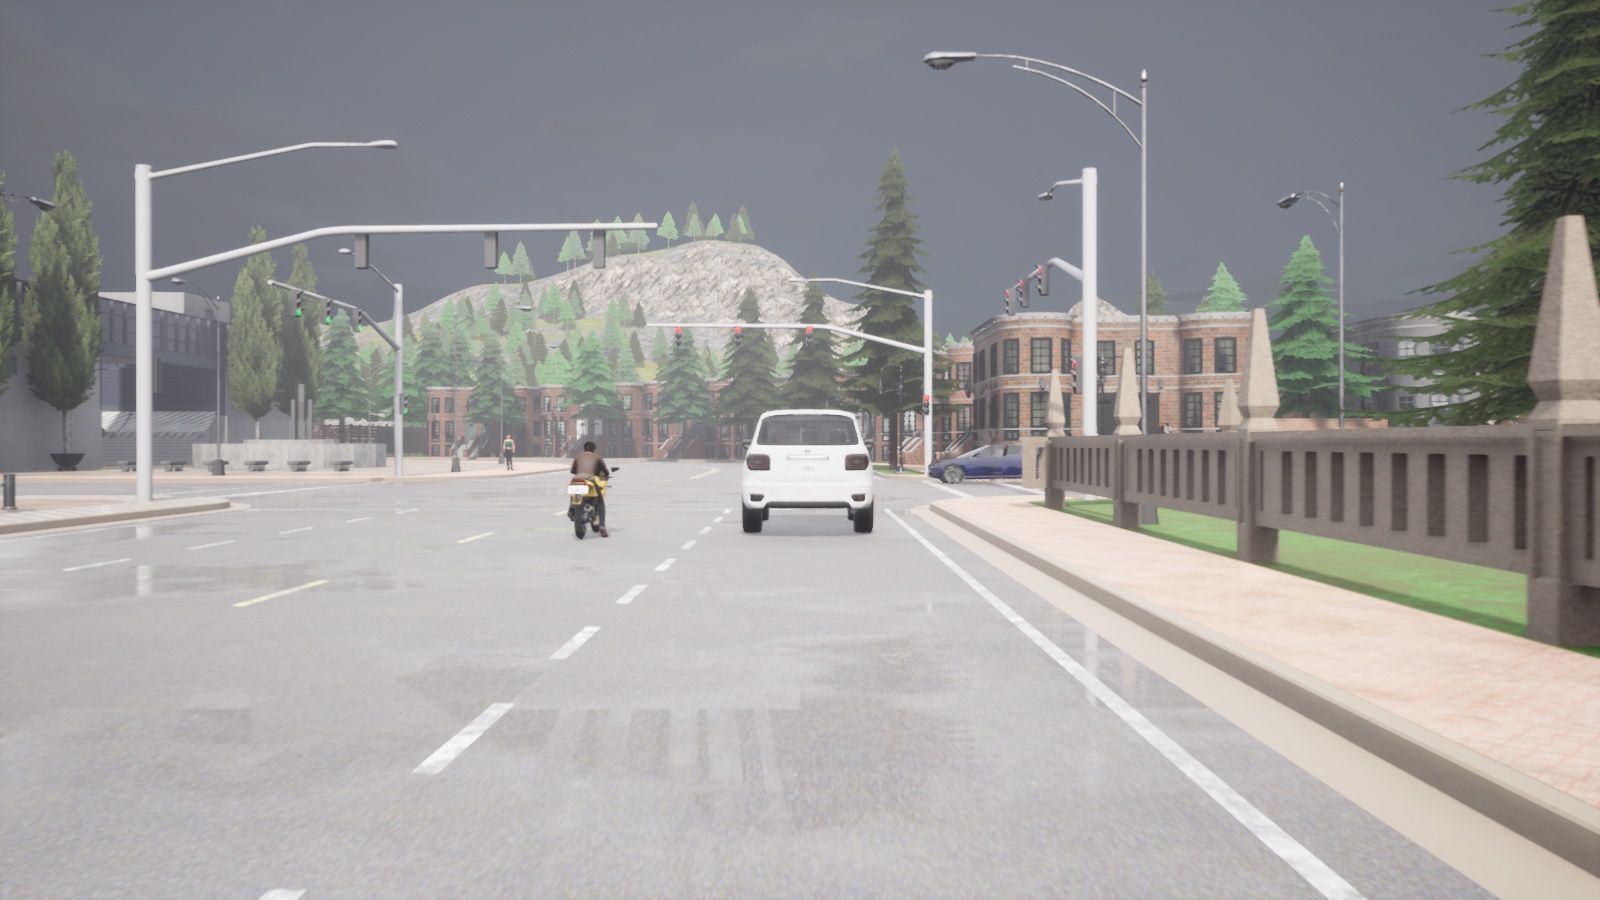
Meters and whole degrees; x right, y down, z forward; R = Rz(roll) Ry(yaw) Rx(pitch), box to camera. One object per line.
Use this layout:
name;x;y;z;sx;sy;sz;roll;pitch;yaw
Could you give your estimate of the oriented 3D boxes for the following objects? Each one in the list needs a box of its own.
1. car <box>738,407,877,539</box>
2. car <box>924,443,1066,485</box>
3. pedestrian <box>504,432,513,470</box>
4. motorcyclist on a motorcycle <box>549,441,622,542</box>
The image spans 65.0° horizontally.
car;0.141;0.341;22.174;2.150;2.045;5.566;0;0;0
car;6.968;0.496;45.340;4.792;1.488;2.163;0;0;0
pedestrian;-14.079;0.052;60.609;0.345;1.836;0.594;0;0;-6
motorcyclist on a motorcycle;-3.372;0.614;19.933;0.797;1.523;2.044;0;0;0
